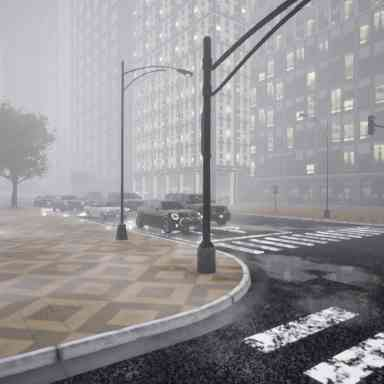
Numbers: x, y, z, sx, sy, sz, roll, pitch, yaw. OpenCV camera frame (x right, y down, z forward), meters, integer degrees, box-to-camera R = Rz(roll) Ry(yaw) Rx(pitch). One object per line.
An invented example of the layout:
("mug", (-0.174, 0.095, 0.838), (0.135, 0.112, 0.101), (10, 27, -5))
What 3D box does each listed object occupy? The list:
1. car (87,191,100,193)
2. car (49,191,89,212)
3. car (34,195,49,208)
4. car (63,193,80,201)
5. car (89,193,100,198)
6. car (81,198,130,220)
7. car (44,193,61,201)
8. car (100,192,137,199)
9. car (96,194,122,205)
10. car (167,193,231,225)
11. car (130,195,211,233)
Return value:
("car", (-14.774, 0.847, 47.908), (2.150, 2.045, 5.566), (0, 0, -37))
("car", (-12.569, 1.062, 33.725), (2.097, 1.767, 4.553), (0, 0, -37))
("car", (-18.575, 1.113, 41.853), (2.128, 1.511, 4.902), (0, 0, -36))
("car", (-23.775, 0.987, 65.450), (1.812, 1.442, 4.674), (0, 0, -37))
("car", (-12.176, 1.184, 38.649), (2.128, 1.511, 4.902), (0, 0, -37))
("car", (-6.697, 1.393, 25.817), (1.895, 1.301, 4.718), (0, 0, -37))
("car", (-26.952, 1.000, 64.275), (1.994, 1.385, 4.181), (0, 0, -37))
("car", (-6.067, 1.001, 30.431), (2.150, 2.045, 5.566), (0, 0, -37))
("car", (-12.634, 1.126, 50.473), (2.128, 1.511, 4.902), (0, 0, -37))
("car", (0.112, 1.085, 22.117), (2.150, 2.045, 5.566), (0, 0, -37))
("car", (-1.327, 1.216, 18.606), (2.097, 1.767, 4.553), (0, 0, -37))
